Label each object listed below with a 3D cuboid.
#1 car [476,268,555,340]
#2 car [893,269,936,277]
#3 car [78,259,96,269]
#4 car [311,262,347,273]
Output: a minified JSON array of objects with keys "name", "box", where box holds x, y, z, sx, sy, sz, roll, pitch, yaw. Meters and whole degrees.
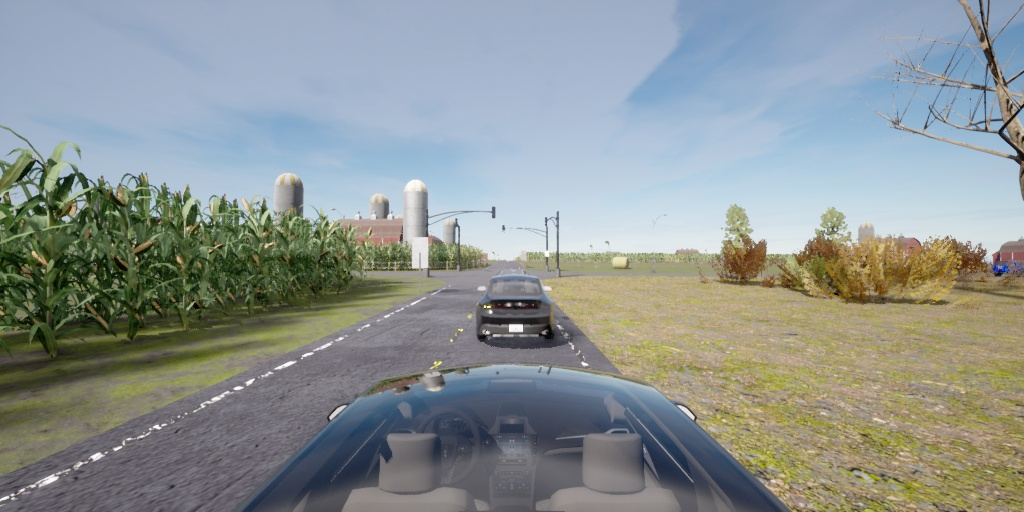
[{"name":"car","box":[0.078,1.260,9.957,1.837,1.490,4.892,0,0,0]},{"name":"car","box":[47.620,1.754,42.331,4.181,1.385,1.994,1,-1,-5]},{"name":"car","box":[-40.751,0.962,36.457,5.357,1.411,2.033,0,-1,-3]},{"name":"car","box":[-19.786,0.931,37.619,4.553,1.767,2.097,0,-1,-3]}]
